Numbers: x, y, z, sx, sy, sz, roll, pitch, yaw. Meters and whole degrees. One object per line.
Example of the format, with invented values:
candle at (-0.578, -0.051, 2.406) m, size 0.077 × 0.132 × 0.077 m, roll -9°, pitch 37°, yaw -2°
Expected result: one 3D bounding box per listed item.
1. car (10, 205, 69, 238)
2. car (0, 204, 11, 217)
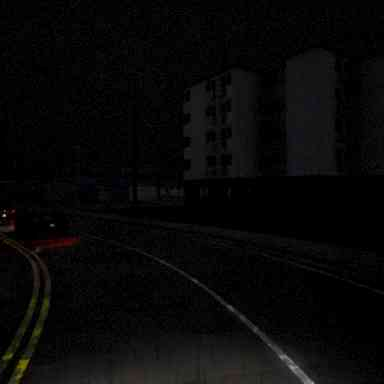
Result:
car at (-8.337, 1.503, 18.253) m, size 1.882 × 1.535 × 5.008 m, roll -1°, pitch 0°, yaw -37°
car at (-16.832, 1.672, 29.331) m, size 1.895 × 1.301 × 4.718 m, roll -1°, pitch 0°, yaw -38°
